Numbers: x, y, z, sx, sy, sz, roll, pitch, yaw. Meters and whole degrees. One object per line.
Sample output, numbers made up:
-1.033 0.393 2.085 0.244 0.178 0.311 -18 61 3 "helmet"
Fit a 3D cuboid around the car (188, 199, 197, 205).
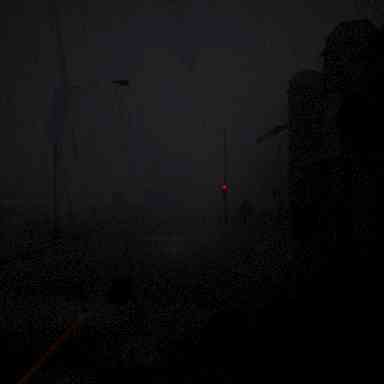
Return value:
0.050 2.273 78.379 1.812 1.442 4.674 0 -1 0 "car"
